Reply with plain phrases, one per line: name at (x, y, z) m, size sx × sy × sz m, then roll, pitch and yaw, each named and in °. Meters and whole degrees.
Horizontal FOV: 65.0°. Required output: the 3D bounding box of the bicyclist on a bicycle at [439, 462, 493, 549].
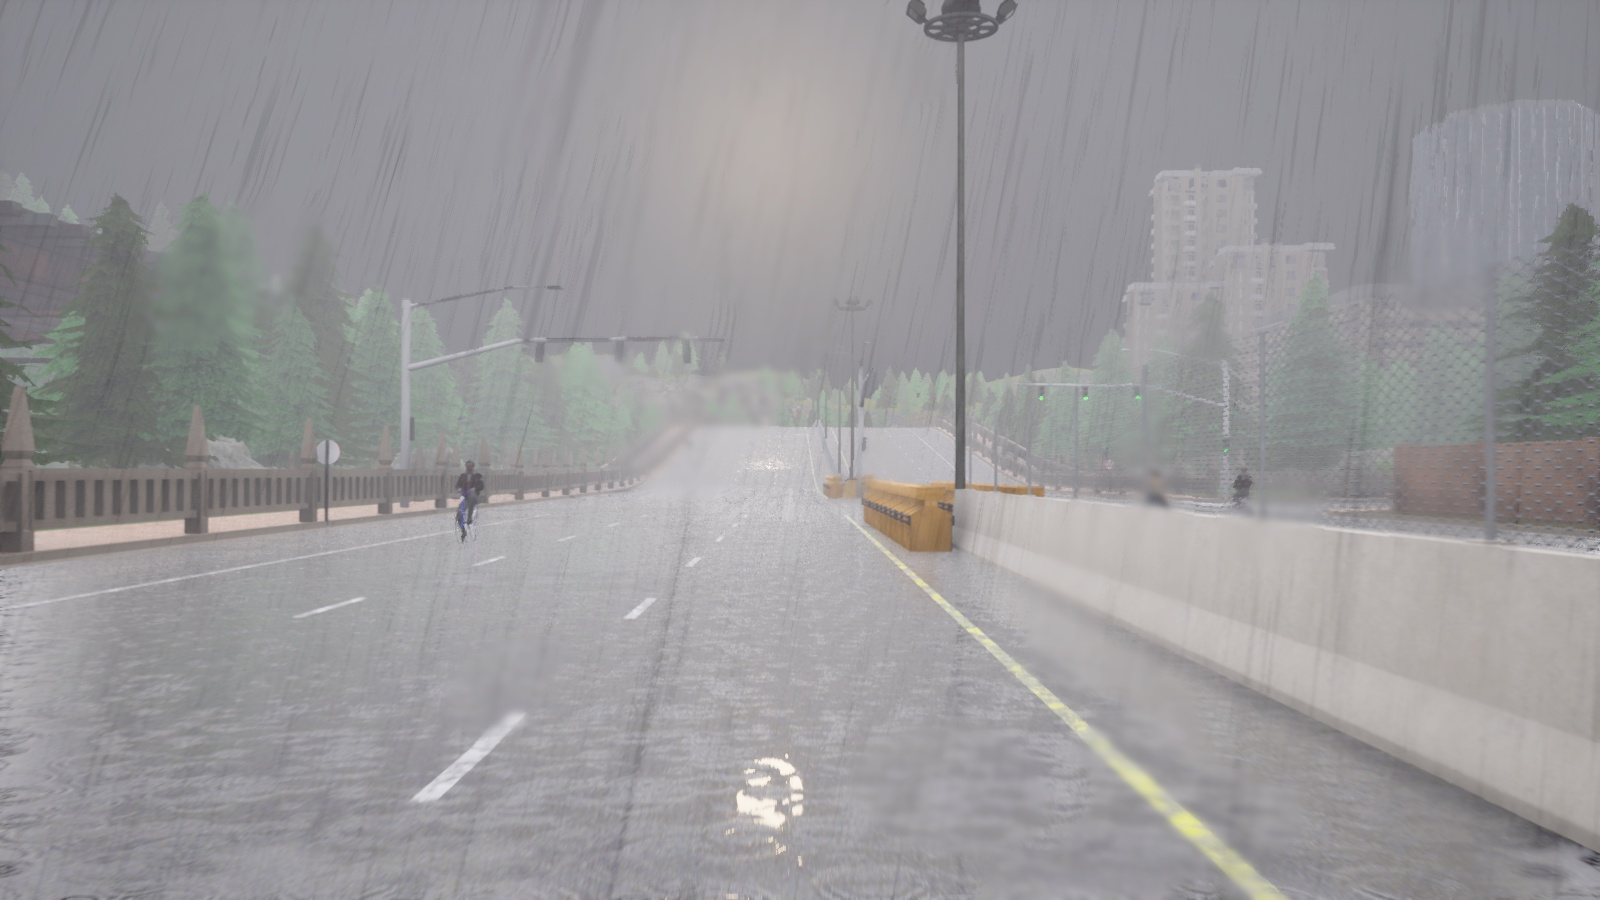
bicyclist on a bicycle at (-7.070, 1.160, 26.665) m, size 0.659 × 1.776 × 1.843 m, roll 0°, pitch -1°, yaw 0°

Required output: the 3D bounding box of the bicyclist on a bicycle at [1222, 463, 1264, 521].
bicyclist on a bicycle at (13.897, 1.290, 39.459) m, size 0.659 × 1.776 × 1.843 m, roll 0°, pitch -1°, yaw 0°
